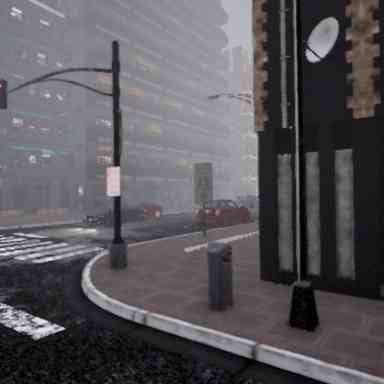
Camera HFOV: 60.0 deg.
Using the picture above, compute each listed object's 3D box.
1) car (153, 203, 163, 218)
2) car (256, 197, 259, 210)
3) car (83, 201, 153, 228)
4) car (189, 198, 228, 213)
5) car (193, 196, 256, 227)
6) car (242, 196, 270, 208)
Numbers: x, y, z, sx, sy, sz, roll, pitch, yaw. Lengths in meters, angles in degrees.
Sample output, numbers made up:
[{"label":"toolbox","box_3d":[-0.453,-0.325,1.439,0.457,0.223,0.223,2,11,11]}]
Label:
[{"label":"car","box_3d":[-4.244,1.420,26.512,1.887,1.381,4.507,-1,0,36]},{"label":"car","box_3d":[5.529,1.219,35.395,2.128,1.511,4.902,-1,0,36]},{"label":"car","box_3d":[-4.807,1.431,21.195,1.994,1.385,4.181,-1,0,36]},{"label":"car","box_3d":[1.771,1.345,34.629,2.008,1.369,4.403,-1,0,36]},{"label":"car","box_3d":[1.975,1.180,20.476,1.967,1.590,4.097,-1,0,36]},{"label":"car","box_3d":[8.435,1.272,43.792,1.947,1.339,4.313,-1,0,36]}]
